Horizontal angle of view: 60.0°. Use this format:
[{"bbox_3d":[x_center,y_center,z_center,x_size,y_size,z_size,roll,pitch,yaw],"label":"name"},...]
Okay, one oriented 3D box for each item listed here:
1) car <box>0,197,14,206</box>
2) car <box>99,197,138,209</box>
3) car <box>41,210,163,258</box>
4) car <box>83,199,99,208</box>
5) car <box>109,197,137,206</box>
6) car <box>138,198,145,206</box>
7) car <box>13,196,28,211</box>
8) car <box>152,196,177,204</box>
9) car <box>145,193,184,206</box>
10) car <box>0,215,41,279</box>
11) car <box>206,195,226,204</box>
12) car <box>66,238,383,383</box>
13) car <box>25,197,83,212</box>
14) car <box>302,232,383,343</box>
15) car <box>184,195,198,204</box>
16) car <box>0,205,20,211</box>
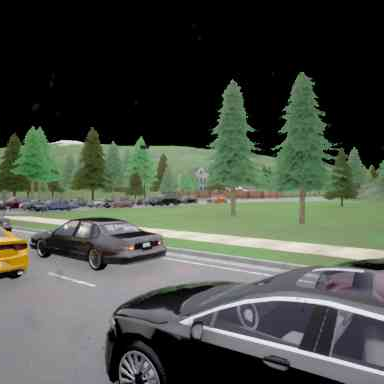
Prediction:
[{"bbox_3d":[-22.003,1.352,41.791,2.097,1.767,4.553,0,0,39],"label":"car"},{"bbox_3d":[-10.033,1.564,45.593,1.994,1.385,4.181,0,0,39],"label":"car"},{"bbox_3d":[-3.272,1.547,10.983,5.357,1.411,2.033,0,0,38],"label":"car"},{"bbox_3d":[-12.705,1.601,47.855,1.895,1.301,4.718,0,0,39],"label":"car"},{"bbox_3d":[-11.391,1.564,55.121,1.994,1.385,4.181,0,0,38],"label":"car"},{"bbox_3d":[-7.216,1.564,54.752,1.994,1.385,4.181,0,0,38],"label":"car"},{"bbox_3d":[-18.474,1.491,40.605,2.128,1.511,4.902,0,0,39],"label":"car"},{"bbox_3d":[-5.133,1.477,62.948,1.882,1.535,5.008,0,0,39],"label":"car"},{"bbox_3d":[-4.264,1.219,52.843,2.150,2.045,5.566,0,0,39],"label":"car"},{"bbox_3d":[-6.281,1.478,8.890,5.008,1.535,1.882,0,0,38],"label":"car"},{"bbox_3d":[4.666,1.351,63.984,2.097,1.767,4.553,0,0,39],"label":"car"},{"bbox_3d":[1.188,1.492,3.105,4.902,1.511,2.128,0,0,38],"label":"car"},{"bbox_3d":[-15.785,1.547,38.363,2.033,1.411,5.357,0,0,38],"label":"car"},{"bbox_3d":[4.155,1.564,5.225,4.181,1.385,1.994,0,0,38],"label":"car"},{"bbox_3d":[-0.918,1.352,62.627,2.097,1.767,4.553,0,0,39],"label":"car"},{"bbox_3d":[-11.255,1.547,17.127,5.357,1.411,2.033,0,0,38],"label":"car"}]
